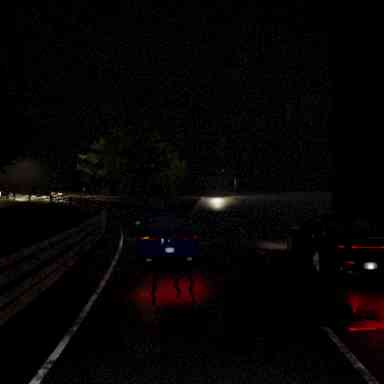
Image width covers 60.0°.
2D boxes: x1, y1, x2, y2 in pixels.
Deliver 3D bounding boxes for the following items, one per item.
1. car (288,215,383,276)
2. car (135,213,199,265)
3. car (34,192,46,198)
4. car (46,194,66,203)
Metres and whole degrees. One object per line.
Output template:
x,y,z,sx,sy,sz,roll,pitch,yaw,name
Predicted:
4.288,1.468,10.174,1.837,1.490,4.892,0,0,3,car
-0.967,1.464,11.771,1.882,1.535,5.008,0,0,-8,car
-30.523,0.795,67.279,1.882,1.535,5.008,-1,1,-36,car
-24.047,1.157,59.847,1.994,1.385,4.181,-1,1,-43,car
